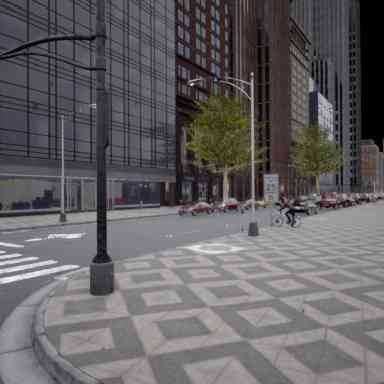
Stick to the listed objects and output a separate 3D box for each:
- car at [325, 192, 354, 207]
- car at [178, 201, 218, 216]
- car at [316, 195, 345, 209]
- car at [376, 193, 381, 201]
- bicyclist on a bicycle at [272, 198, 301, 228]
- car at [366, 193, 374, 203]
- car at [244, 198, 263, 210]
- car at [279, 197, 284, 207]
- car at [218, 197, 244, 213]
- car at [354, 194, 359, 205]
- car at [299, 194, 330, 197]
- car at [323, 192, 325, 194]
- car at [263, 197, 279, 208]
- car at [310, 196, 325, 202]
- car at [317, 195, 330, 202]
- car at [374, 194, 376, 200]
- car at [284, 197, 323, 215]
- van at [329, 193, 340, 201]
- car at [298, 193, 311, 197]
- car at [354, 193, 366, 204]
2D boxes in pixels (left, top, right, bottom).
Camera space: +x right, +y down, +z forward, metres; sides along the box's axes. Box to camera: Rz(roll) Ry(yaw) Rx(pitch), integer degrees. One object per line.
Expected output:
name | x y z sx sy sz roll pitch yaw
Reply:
car | 20.206 1.136 45.500 2.192 1.841 5.009 0 0 35
car | 0.408 1.524 31.743 1.802 1.307 4.206 0 0 35
car | 17.013 1.377 40.852 1.887 1.381 4.507 0 0 35
car | 42.565 1.358 78.027 1.802 1.307 4.206 -1 0 35
bicyclist on a bicycle | 5.202 1.177 18.439 1.656 1.620 0.582 -1 0 35
car | 32.982 1.099 64.087 2.192 1.841 5.009 0 0 35
car | 6.797 1.494 41.038 1.802 1.307 4.206 0 0 35
car | 13.186 1.455 50.334 1.947 1.339 4.313 0 0 35
car | 3.601 1.366 36.390 1.967 1.590 4.097 0 0 35
car | 23.401 1.377 50.145 1.947 1.339 4.313 0 0 35
car | 16.441 1.339 44.558 2.128 1.511 4.902 -1 0 35
car | 22.124 1.051 52.827 2.150 2.045 5.566 -1 0 35
car | 9.895 1.425 45.545 1.752 1.417 4.829 0 0 35
car | 25.964 1.417 68.924 1.947 1.339 4.313 0 0 35
car | 29.158 1.426 73.570 1.802 1.307 4.206 0 0 35
car | 36.273 1.302 68.873 1.752 1.417 4.829 -1 0 35
car | 10.625 1.424 31.557 1.947 1.339 4.313 0 0 35
van | 35.544 1.185 82.867 1.690 1.788 3.998 -1 0 35
car | 19.574 1.415 59.628 1.887 1.381 4.507 0 0 35
car | 26.594 1.117 54.793 2.192 1.841 5.009 0 0 35
